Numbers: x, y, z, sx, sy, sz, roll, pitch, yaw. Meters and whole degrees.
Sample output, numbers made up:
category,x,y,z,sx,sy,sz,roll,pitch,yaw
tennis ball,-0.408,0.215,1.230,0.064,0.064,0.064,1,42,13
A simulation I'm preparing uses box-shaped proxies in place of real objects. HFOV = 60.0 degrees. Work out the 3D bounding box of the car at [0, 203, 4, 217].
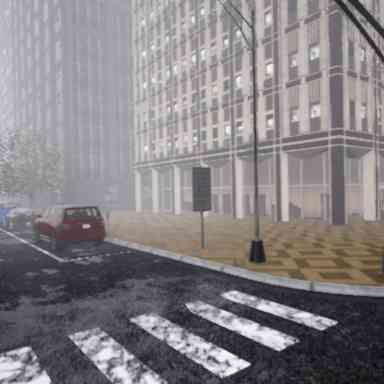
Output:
category,x,y,z,sx,sy,sz,roll,pitch,yaw
car,-22.231,1.999,36.797,1.752,1.417,4.829,-2,0,-37

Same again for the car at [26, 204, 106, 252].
category,x,y,z,sx,sy,sz,roll,pitch,yaw
car,-5.511,1.441,14.749,2.192,1.841,5.009,-2,0,-37

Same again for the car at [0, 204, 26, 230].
category,x,y,z,sx,sy,sz,roll,pitch,yaw
car,-11.796,1.809,23.044,2.008,1.369,4.403,-2,0,-37

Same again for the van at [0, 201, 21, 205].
category,x,y,z,sx,sy,sz,roll,pitch,yaw
van,-15.245,1.671,27.581,1.690,1.788,3.998,-2,0,-37
